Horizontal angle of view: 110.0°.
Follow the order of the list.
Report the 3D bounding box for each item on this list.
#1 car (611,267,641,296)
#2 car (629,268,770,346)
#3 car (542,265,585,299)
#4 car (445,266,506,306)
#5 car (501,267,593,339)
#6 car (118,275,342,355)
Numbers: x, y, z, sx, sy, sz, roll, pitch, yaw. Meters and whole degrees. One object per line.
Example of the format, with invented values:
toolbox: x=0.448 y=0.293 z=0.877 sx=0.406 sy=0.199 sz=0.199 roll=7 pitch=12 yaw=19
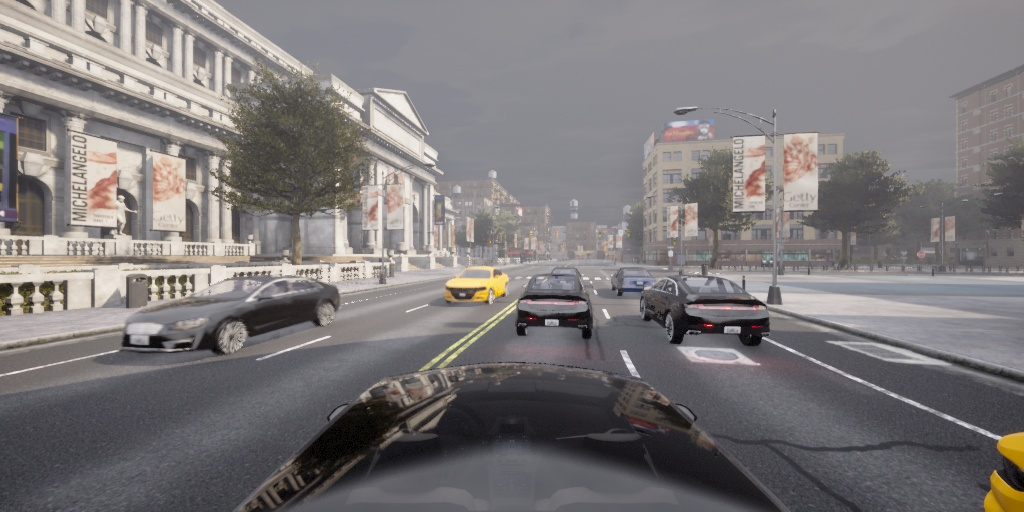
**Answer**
car: x=6.374 y=1.298 z=19.059 sx=2.033 sy=1.411 sz=5.357 roll=0 pitch=0 yaw=11
car: x=4.695 y=1.242 z=9.450 sx=2.128 sy=1.511 sz=4.902 roll=0 pitch=0 yaw=9
car: x=2.924 y=1.298 z=19.701 sx=2.033 sy=1.411 sz=5.357 roll=0 pitch=0 yaw=11
car: x=-1.435 y=1.227 z=16.220 sx=1.882 sy=1.535 sz=5.008 roll=0 pitch=0 yaw=11
car: x=1.259 y=1.242 z=10.222 sx=2.128 sy=1.511 sz=4.902 roll=0 pitch=0 yaw=9
car: x=-6.317 y=1.241 z=8.854 sx=2.128 sy=1.511 sz=4.902 roll=0 pitch=0 yaw=9
